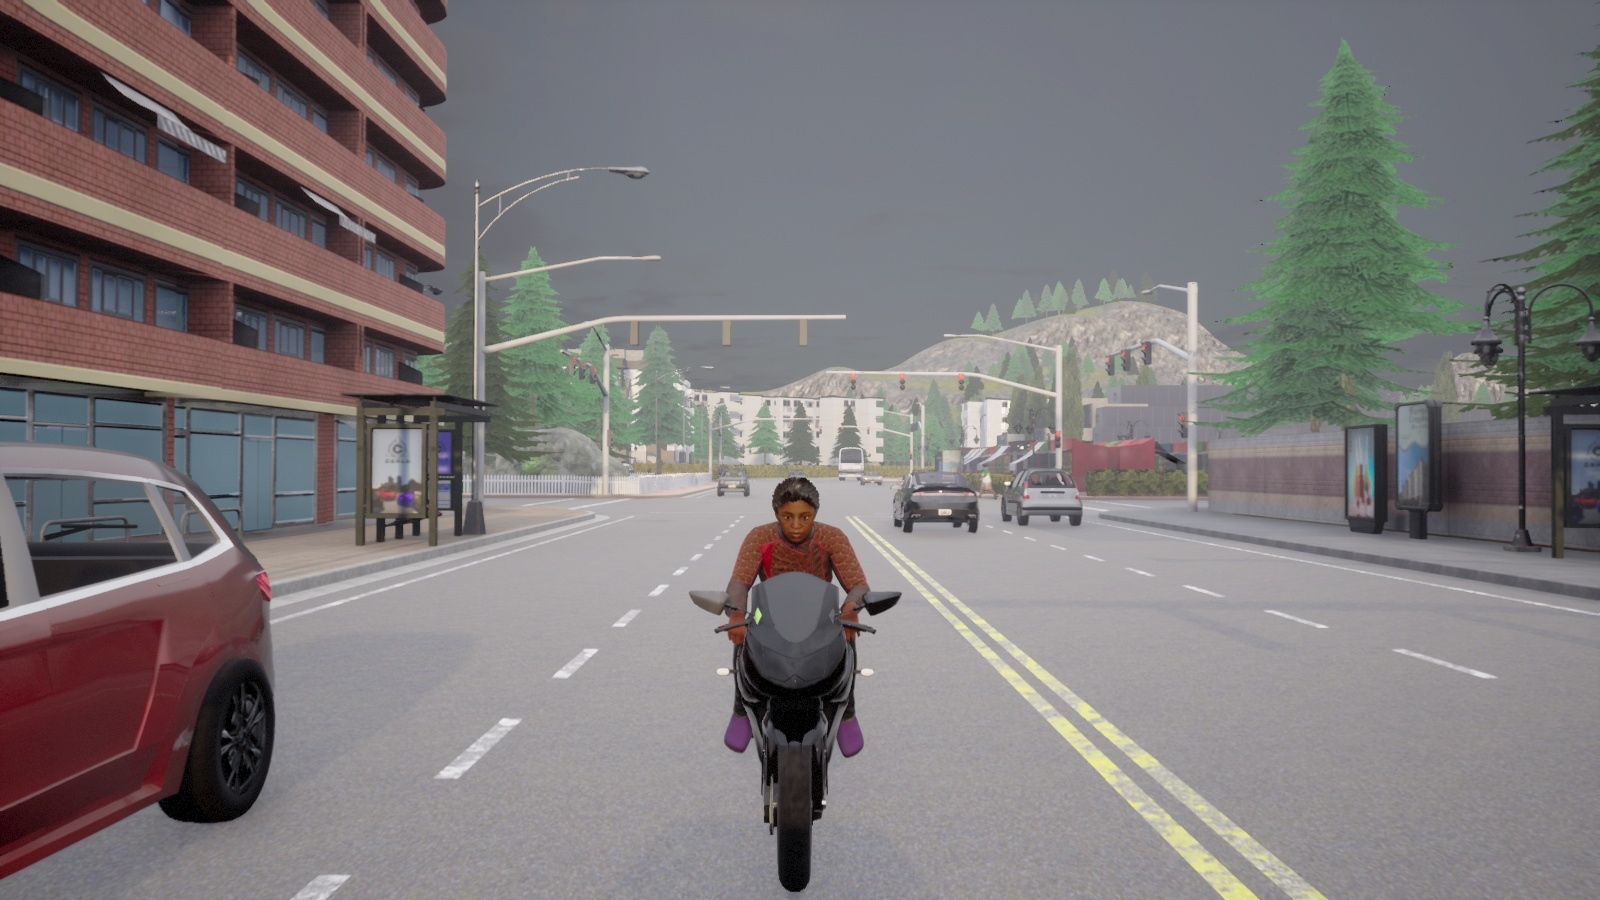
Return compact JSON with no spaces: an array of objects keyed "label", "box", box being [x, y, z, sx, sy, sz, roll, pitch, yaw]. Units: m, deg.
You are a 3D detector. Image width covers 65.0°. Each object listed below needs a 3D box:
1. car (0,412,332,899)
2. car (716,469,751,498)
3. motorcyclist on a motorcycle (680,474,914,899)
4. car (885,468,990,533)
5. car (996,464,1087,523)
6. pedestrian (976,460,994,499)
[{"label":"car","box":[-3.511,0.732,4.123,2.242,1.667,4.611,0,-1,0]},{"label":"car","box":[-3.663,1.843,69.848,1.789,1.549,3.705,0,-1,0]},{"label":"motorcyclist on a motorcycle","box":[-0.013,0.873,5.339,0.797,1.523,2.044,0,-1,0]},{"label":"car","box":[3.425,1.231,32.146,2.128,1.511,4.902,0,-1,0]},{"label":"car","box":[6.915,1.220,36.301,1.851,1.617,3.988,0,-1,0]},{"label":"pedestrian","box":[9.430,1.490,63.871,0.873,1.952,0.659,0,-1,6]}]
